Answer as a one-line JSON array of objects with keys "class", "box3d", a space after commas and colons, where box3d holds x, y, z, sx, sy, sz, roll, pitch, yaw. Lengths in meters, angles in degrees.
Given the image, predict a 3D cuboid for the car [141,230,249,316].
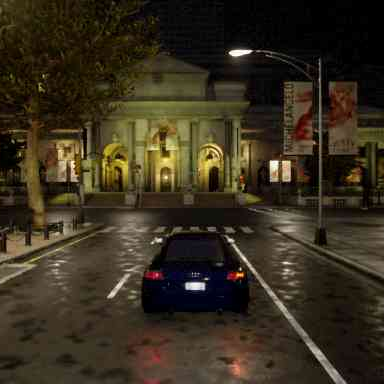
[{"class": "car", "box3d": [0.070, 1.564, 7.639, 1.994, 1.385, 4.181, 0, 0, 0]}]
